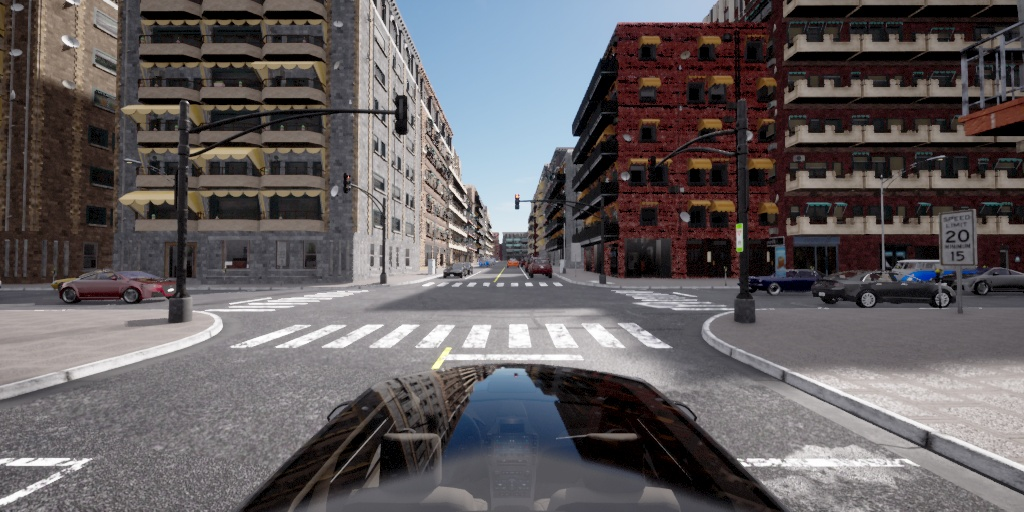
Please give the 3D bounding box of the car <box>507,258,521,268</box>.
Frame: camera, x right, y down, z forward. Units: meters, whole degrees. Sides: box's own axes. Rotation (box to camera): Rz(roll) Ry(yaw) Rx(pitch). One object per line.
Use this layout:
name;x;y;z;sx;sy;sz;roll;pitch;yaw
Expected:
car;0.186;1.176;63.723;2.097;1.767;4.553;0;0;0

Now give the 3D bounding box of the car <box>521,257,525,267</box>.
car;2.628;1.086;44.812;2.192;1.841;5.009;0;0;0

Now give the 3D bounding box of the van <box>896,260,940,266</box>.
van;24.931;1.115;21.216;3.998;1.789;1.690;0;0;0

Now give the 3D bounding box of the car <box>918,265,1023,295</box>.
car;24.582;1.287;18.768;4.181;1.385;1.994;0;-1;0

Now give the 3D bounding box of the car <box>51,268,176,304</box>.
car;-17.187;1.339;15.978;4.181;1.385;1.994;0;-1;0

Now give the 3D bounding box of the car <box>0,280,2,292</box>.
car;-26.676;1.027;16.022;5.566;2.045;2.150;0;-1;0

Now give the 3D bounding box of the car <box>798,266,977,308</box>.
car;13.762;1.185;13.380;4.403;1.370;2.007;0;0;0

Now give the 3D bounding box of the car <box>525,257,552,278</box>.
car;2.612;1.076;33.689;2.192;1.841;5.009;0;0;0

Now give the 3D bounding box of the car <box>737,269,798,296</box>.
car;14.576;1.347;18.804;4.718;1.301;1.895;0;-1;-2

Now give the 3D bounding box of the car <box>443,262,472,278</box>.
car;-5.269;1.328;33.655;1.948;1.339;4.313;0;0;0
